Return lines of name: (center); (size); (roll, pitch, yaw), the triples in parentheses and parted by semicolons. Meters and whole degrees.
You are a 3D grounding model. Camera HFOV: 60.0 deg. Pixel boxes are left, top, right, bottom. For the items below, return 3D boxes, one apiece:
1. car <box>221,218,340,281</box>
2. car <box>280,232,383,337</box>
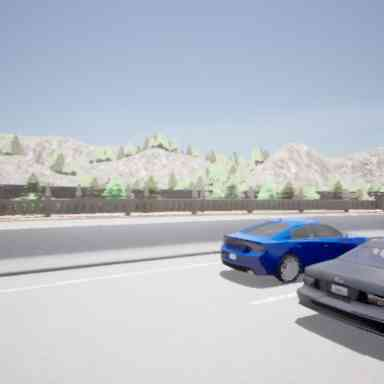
car: (3.201, 1.512, 9.715); (5.008, 1.535, 1.882); (0, 0, -30)
car: (4.467, 1.596, 6.440); (5.357, 1.411, 2.033); (1, 0, -30)
